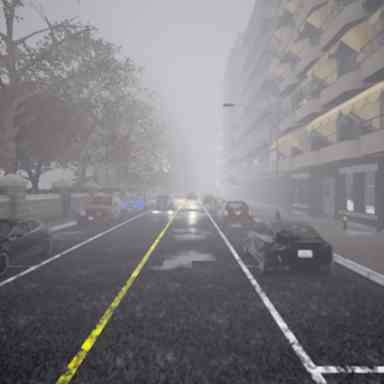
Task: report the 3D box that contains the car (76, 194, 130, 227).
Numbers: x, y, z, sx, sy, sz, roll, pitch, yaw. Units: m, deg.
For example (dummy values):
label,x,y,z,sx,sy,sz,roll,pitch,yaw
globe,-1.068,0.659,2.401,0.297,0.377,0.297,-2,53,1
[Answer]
label,x,y,z,sx,sy,sz,roll,pitch,yaw
car,-5.703,1.134,21.210,2.192,1.841,5.009,0,0,0

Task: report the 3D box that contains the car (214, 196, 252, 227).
label,x,y,z,sx,sy,sz,roll,pitch,yaw
car,2.676,1.259,21.216,1.967,1.590,4.097,0,0,0

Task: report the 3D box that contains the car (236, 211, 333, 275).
label,x,y,z,sx,sy,sz,roll,pitch,yaw
car,2.683,1.479,9.958,1.947,1.339,4.313,0,0,0

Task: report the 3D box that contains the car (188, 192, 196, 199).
label,x,y,z,sx,sy,sz,roll,pitch,yaw
car,-0.051,0.779,80.905,1.837,1.490,4.892,0,0,0

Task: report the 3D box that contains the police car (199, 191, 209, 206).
label,x,y,z,sx,sy,sz,roll,pitch,yaw
police car,2.337,1.049,46.238,1.930,1.638,5.238,0,0,0

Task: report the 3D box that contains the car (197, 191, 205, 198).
label,x,y,z,sx,sy,sz,roll,pitch,yaw
car,2.629,0.602,94.407,2.192,1.841,5.009,0,0,0

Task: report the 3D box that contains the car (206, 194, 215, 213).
label,x,y,z,sx,sy,sz,roll,pitch,yaw
car,2.669,1.253,32.647,1.752,1.417,4.829,0,0,0

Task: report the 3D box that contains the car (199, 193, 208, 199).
label,x,y,z,sx,sy,sz,roll,pitch,yaw
car,2.641,0.944,77.519,1.887,1.381,4.507,0,0,0

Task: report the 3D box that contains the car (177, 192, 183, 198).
label,x,y,z,sx,sy,sz,roll,pitch,yaw
car,-3.049,0.646,78.442,1.882,1.535,5.008,0,0,0

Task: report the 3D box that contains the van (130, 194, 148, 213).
label,x,y,z,sx,sy,sz,roll,pitch,yaw
van,-5.711,1.070,32.470,1.690,1.788,3.998,0,0,0

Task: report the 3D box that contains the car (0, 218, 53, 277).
label,x,y,z,sx,sy,sz,roll,pitch,yaw
car,-5.697,1.479,9.952,1.947,1.339,4.313,0,0,0

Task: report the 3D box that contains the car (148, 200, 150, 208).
label,x,y,z,sx,sy,sz,roll,pitch,yaw
car,-5.715,1.268,38.102,1.802,1.307,4.206,0,0,0

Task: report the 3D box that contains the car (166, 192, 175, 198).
label,x,y,z,sx,sy,sz,roll,pitch,yaw
car,-5.748,0.764,88.772,1.967,1.590,4.097,0,0,0

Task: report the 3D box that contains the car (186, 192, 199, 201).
label,x,y,z,sx,sy,sz,roll,pitch,yaw
car,-0.042,0.841,64.638,2.097,1.767,4.553,0,0,0

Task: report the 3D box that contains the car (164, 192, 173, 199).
label,x,y,z,sx,sy,sz,roll,pitch,yaw
car,-5.744,0.801,83.144,1.967,1.590,4.097,0,0,0

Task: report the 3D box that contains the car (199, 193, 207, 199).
label,x,y,z,sx,sy,sz,roll,pitch,yaw
car,2.636,0.906,83.150,1.887,1.381,4.507,0,0,0

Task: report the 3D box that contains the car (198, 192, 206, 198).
label,x,y,z,sx,sy,sz,roll,pitch,yaw
car,2.633,0.764,88.778,1.967,1.590,4.097,0,0,0

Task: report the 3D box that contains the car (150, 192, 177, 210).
label,x,y,z,sx,sy,sz,roll,pitch,yaw
car,-3.118,1.046,37.020,2.097,1.767,4.553,0,0,0
